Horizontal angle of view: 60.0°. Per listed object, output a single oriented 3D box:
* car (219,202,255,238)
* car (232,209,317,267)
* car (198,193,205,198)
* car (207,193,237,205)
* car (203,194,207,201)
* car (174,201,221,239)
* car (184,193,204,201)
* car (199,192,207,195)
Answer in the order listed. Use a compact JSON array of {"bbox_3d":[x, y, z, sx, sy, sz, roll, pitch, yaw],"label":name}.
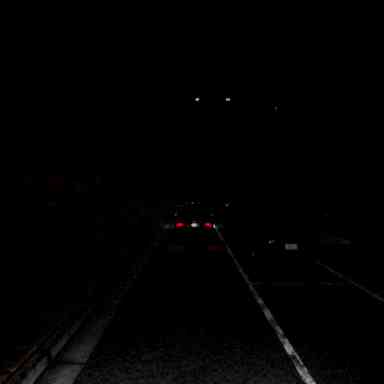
[{"bbox_3d":[2.653,1.436,16.525,1.947,1.339,4.313,2,1,0],"label":"car"},{"bbox_3d":[2.656,1.484,10.969,1.947,1.339,4.313,2,1,0],"label":"car"},{"bbox_3d":[2.605,0.981,93.137,1.947,1.339,4.313,1,0,0],"label":"car"},{"bbox_3d":[2.654,1.086,27.630,2.192,1.841,5.009,2,0,0],"label":"car"},{"bbox_3d":[2.639,1.262,38.739,1.802,1.307,4.206,2,0,0],"label":"car"},{"bbox_3d":[0.088,1.417,16.494,2.033,1.411,5.357,0,1,0],"label":"car"},{"bbox_3d":[0.077,1.223,39.280,2.033,1.411,5.357,0,0,0],"label":"car"},{"bbox_3d":[2.630,0.972,60.953,1.967,1.590,4.097,2,0,0],"label":"car"}]
